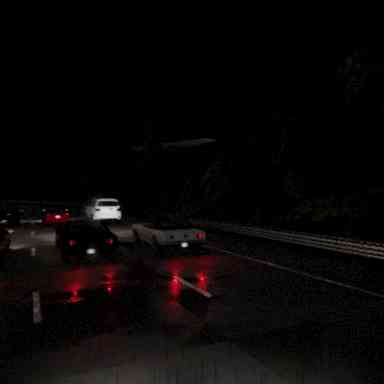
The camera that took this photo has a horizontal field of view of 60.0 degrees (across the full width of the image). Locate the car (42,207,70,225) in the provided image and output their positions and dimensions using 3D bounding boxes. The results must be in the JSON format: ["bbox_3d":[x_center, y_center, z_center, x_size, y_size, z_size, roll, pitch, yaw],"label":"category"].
[{"bbox_3d":[-11.055,1.873,27.039,1.994,1.385,4.181,0,-1,-26],"label":"car"}]

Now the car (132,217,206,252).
[{"bbox_3d":[-1.237,1.776,14.885,1.895,1.301,4.718,0,-1,-25],"label":"car"}]

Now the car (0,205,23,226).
[{"bbox_3d":[-14.218,1.795,25.542,1.837,1.490,4.892,0,0,-26],"label":"car"}]

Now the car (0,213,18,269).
[{"bbox_3d":[-7.219,1.674,11.164,2.033,1.411,5.357,0,-1,-26],"label":"car"}]

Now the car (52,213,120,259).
[{"bbox_3d":[-4.386,1.755,13.358,1.895,1.301,4.718,0,-1,-25],"label":"car"}]

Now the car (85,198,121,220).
[{"bbox_3d":[-7.509,1.545,27.767,2.150,2.045,5.566,0,0,-26],"label":"car"}]
